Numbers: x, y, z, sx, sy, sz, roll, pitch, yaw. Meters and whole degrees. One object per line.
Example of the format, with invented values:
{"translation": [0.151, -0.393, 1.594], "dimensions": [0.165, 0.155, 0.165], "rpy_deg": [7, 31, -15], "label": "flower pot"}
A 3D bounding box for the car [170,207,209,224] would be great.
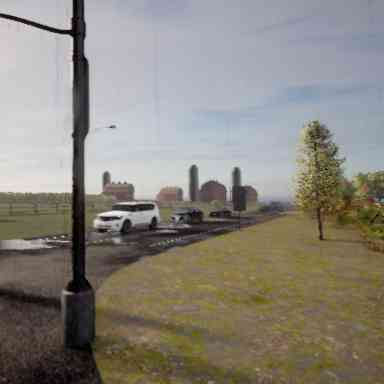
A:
{"translation": [-0.416, 2.220, 32.472], "dimensions": [2.128, 1.511, 4.902], "rpy_deg": [-1, -2, 23], "label": "car"}

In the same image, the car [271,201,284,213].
{"translation": [15.224, 2.684, 60.239], "dimensions": [2.150, 2.045, 5.566], "rpy_deg": [-1, -2, 22], "label": "car"}

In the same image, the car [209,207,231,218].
{"translation": [3.513, 2.542, 41.718], "dimensions": [1.994, 1.385, 4.181], "rpy_deg": [-1, -2, 23], "label": "car"}

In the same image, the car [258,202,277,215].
{"translation": [11.397, 2.714, 50.997], "dimensions": [1.837, 1.490, 4.892], "rpy_deg": [-1, -2, 23], "label": "car"}

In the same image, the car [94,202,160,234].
{"translation": [-4.336, 1.701, 23.227], "dimensions": [2.150, 2.045, 5.566], "rpy_deg": [-1, -2, 25], "label": "car"}
